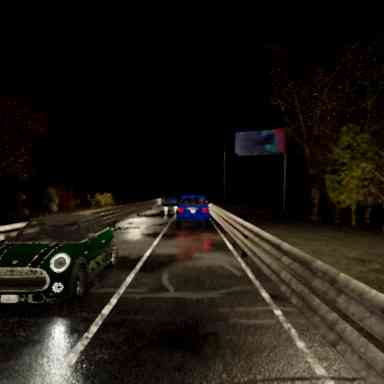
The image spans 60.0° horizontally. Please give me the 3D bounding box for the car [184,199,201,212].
[{"bbox_3d":[0.015,1.678,42.082,2.033,1.411,5.357,0,0,0],"label":"car"}]

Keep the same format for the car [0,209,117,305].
[{"bbox_3d":[-3.363,1.379,8.363,2.097,1.767,4.553,0,0,0],"label":"car"}]

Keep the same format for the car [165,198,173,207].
[{"bbox_3d":[-3.367,1.702,54.966,1.812,1.442,4.674,0,0,0],"label":"car"}]

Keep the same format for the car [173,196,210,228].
[{"bbox_3d":[0.059,1.293,23.072,2.150,2.045,5.566,0,0,0],"label":"car"}]
